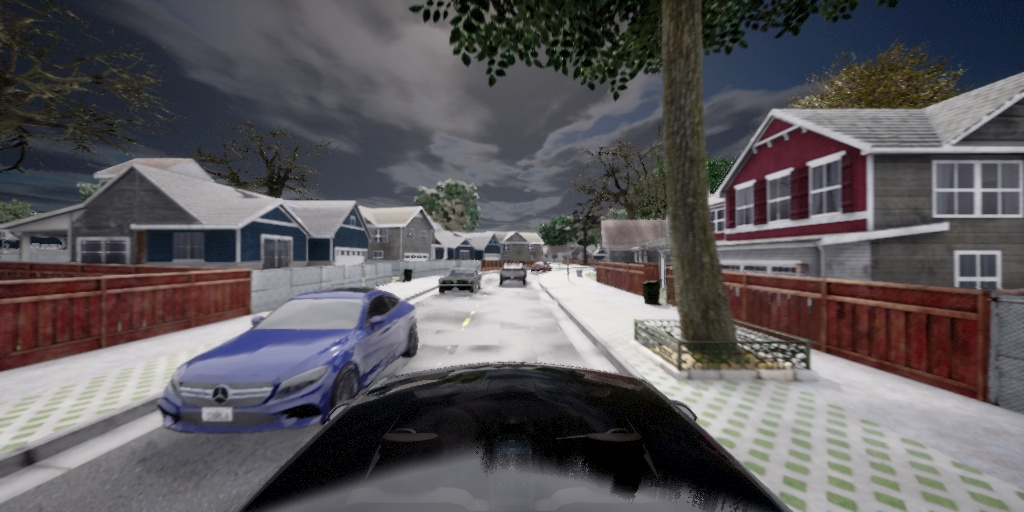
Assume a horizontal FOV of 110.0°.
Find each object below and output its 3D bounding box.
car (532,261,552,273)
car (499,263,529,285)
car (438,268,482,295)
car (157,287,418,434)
[{"bbox_3d":[3.747,1.371,45.158,1.812,1.442,4.674,0,-1,18],"label":"car"},{"bbox_3d":[0.161,1.224,26.084,2.128,1.511,4.902,0,0,4],"label":"car"},{"bbox_3d":[-2.778,1.337,19.930,1.895,1.301,4.718,0,0,1],"label":"car"},{"bbox_3d":[-2.840,1.273,5.795,1.812,1.442,4.674,0,0,0],"label":"car"}]
